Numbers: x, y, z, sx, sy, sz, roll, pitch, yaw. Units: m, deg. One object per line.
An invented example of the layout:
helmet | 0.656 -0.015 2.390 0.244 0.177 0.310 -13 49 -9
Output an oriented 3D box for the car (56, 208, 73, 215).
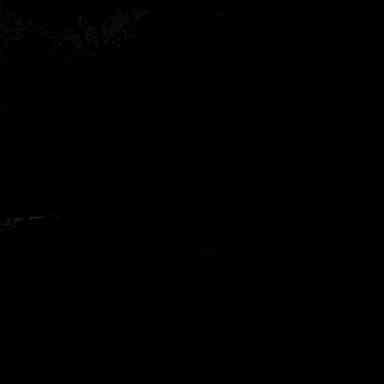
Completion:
car | -12.497 1.594 35.969 2.128 1.511 4.902 -1 0 23

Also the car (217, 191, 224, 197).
car | 6.493 0.913 72.717 2.150 2.045 5.566 -1 0 22
